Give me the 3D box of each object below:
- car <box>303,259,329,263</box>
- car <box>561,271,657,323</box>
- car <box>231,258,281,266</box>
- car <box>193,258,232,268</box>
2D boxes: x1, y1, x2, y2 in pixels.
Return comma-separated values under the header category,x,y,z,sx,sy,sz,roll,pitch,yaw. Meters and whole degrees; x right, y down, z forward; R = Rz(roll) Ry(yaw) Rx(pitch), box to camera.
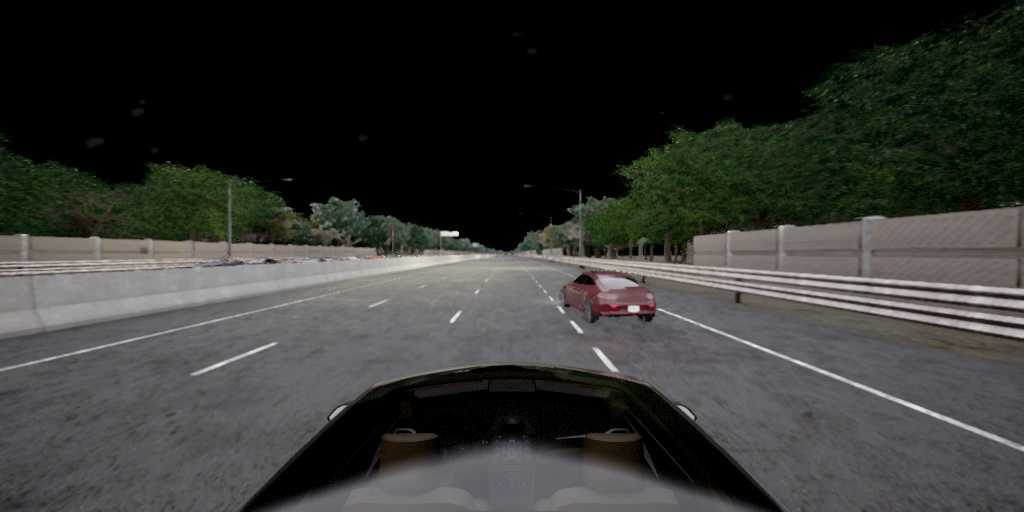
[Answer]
category,x,y,z,sx,sy,sz,roll,pitch,yaw
car,-17.636,0.986,31.995,1.812,1.442,4.674,0,0,0
car,2.908,1.191,11.579,1.812,1.442,4.674,0,0,-6
car,-24.621,0.956,35.218,1.812,1.442,4.674,0,0,0
car,-28.122,0.929,34.592,2.128,1.511,4.902,0,0,0
